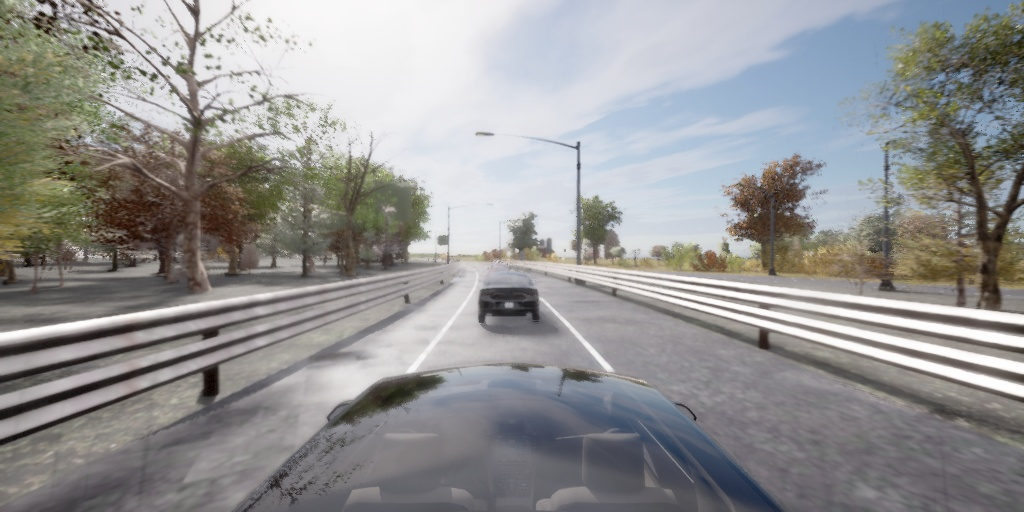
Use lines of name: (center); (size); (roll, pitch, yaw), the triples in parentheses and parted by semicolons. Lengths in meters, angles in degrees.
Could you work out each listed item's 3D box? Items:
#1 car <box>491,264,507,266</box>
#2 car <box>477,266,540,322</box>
car: (-1.009, 1.342, 28.824); (1.812, 1.442, 4.674); (0, 0, -4)
car: (-0.140, 1.257, 12.534); (1.882, 1.535, 5.008); (0, -1, -1)
